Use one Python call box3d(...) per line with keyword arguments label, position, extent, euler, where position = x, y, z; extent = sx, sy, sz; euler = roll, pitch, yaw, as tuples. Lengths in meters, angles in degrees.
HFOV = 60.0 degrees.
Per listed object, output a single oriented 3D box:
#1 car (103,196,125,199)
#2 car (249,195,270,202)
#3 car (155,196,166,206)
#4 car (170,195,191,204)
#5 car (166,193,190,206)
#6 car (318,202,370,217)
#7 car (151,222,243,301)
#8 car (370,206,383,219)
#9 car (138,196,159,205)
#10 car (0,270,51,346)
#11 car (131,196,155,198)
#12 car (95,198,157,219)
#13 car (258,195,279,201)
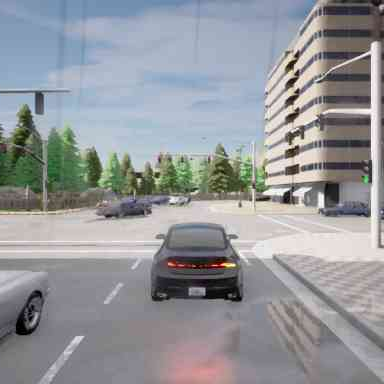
box3d(label="car", position=(-10.396, 1.352, 41.818), extent=(2.097, 1.767, 4.553), euler=(0, 0, 2))
box3d(label="car", position=(15.199, 1.595, 74.726), extent=(4.718, 1.301, 1.895), euler=(0, 0, -33))
box3d(label="car", position=(-5.630, 1.478, 55.848), extent=(1.882, 1.535, 5.008), euler=(0, 0, 14))
box3d(label="car", position=(-2.197, 1.478, 65.331), extent=(1.882, 1.535, 5.008), euler=(0, 0, 28))
box3d(label="car", position=(-2.042, 1.221, 55.566), extent=(2.150, 2.045, 5.566), euler=(0, 0, 13))
box3d(label="car", position=(14.607, 1.603, 30.949), extent=(5.357, 1.411, 2.033), euler=(0, 0, 0))
box3d(label="car", position=(0.117, 1.505, 8.282), extent=(1.837, 1.490, 4.892), euler=(0, 0, 1))
box3d(label="car", position=(17.703, 1.581, 27.439), extent=(4.674, 1.442, 1.812), euler=(0, 0, 0))
box3d(label="car", position=(-7.821, 1.505, 60.748), extent=(1.837, 1.490, 4.892), euler=(0, 0, 19))
box3d(label="car", position=(-3.426, 1.601, 3.762), extent=(1.895, 1.301, 4.718), euler=(0, 0, 0))
box3d(label="car", position=(-6.739, 1.564, 46.042), extent=(1.994, 1.385, 4.181), euler=(0, 0, 0))
box3d(label="car", position=(-5.927, 1.579, 29.392), extent=(2.033, 1.411, 5.357), euler=(0, 0, 36))
box3d(label="car", position=(18.524, 1.478, 80.512), extent=(5.008, 1.535, 1.882), euler=(0, 0, -22))
